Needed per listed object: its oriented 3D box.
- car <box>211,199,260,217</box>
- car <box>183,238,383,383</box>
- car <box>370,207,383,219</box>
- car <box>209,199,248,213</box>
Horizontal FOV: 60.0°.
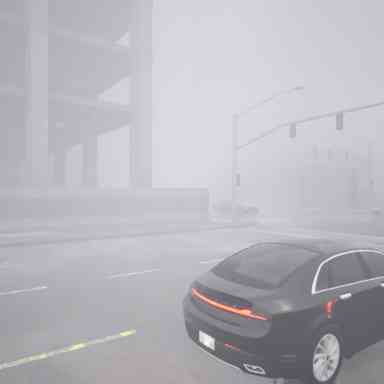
[{"bbox_3d":[4.190,1.601,31.732,1.895,1.301,4.718,0,0,-36],"label":"car"},{"bbox_3d":[2.160,1.505,5.329,4.892,1.490,1.837,0,0,-35],"label":"car"},{"bbox_3d":[16.781,1.525,26.600,1.812,1.442,4.674,0,0,-36],"label":"car"},{"bbox_3d":[4.055,1.526,37.886,1.812,1.442,4.674,0,0,-36],"label":"car"}]
